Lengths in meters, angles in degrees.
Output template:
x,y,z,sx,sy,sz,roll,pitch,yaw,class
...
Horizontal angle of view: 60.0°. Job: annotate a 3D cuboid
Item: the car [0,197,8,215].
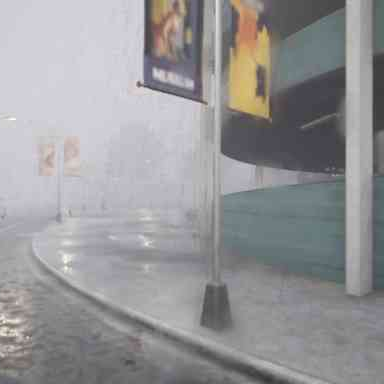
x,y,z,sx,sy,sz,roll,pitch,yaw,class
-14.288,0.977,22.802,2.150,2.045,5.566,1,-1,-18,car
